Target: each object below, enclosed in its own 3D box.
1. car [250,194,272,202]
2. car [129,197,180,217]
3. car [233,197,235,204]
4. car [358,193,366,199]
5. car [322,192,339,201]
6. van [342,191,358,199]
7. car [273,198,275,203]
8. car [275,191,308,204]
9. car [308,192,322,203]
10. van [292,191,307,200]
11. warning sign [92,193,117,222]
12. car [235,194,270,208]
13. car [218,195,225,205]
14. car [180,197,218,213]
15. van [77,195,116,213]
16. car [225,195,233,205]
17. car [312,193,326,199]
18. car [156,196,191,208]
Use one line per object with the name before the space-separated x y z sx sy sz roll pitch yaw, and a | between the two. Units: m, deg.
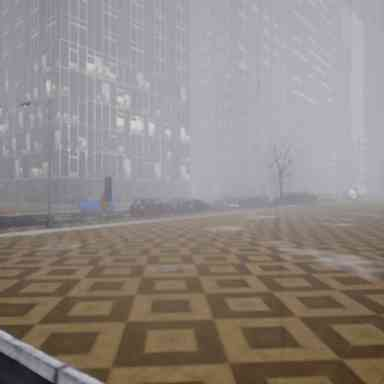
car | 12.564 1.106 60.252 1.947 1.339 4.313 1 1 41
car | -3.385 1.280 28.880 1.967 1.590 4.097 1 1 41
car | 8.152 1.226 46.419 1.994 1.385 4.181 0 1 42
car | 37.518 0.874 76.236 2.008 1.369 4.403 1 1 41
car | 26.448 0.987 63.470 1.752 1.417 4.829 1 1 41
van | 33.792 0.711 71.936 1.690 1.788 3.998 1 1 41
car | 14.984 1.139 54.367 1.994 1.385 4.181 0 1 41
car | 15.157 0.919 50.446 2.192 1.841 5.009 1 1 41
car | 18.884 0.872 54.744 2.192 1.841 5.009 1 1 41
van | 23.746 0.740 73.143 1.690 1.788 3.998 1 1 41
warning sign | -5.933 1.013 22.521 1.300 1.860 1.060 0 0 41
car | 7.702 1.280 41.854 1.802 1.307 4.206 1 1 41
car | 5.109 1.200 51.656 1.947 1.339 4.313 1 1 41
car | 0.299 1.358 33.216 1.947 1.339 4.313 1 1 41
van | -9.887 1.163 34.543 1.690 1.788 3.998 1 1 41
car | 7.798 1.178 50.699 2.033 1.411 5.357 0 1 41
car | 31.200 0.872 81.743 1.947 1.339 4.313 1 1 41
car | -2.350 1.273 43.067 1.887 1.381 4.507 1 1 41
